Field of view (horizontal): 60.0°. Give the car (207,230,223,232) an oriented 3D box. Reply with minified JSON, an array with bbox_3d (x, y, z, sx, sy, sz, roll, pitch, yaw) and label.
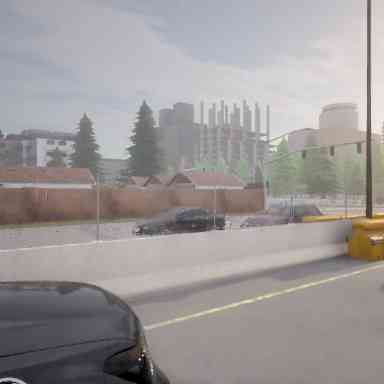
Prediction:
[{"bbox_3d":[-0.559,1.505,16.471,4.892,1.490,1.837,0,0,-35],"label":"car"}]

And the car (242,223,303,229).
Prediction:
[{"bbox_3d":[4.363,1.352,15.670,4.553,1.767,2.097,0,0,-35],"label":"car"}]

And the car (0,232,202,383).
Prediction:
[{"bbox_3d":[-2.821,1.217,1.737,5.566,2.045,2.150,1,0,-35],"label":"car"}]
